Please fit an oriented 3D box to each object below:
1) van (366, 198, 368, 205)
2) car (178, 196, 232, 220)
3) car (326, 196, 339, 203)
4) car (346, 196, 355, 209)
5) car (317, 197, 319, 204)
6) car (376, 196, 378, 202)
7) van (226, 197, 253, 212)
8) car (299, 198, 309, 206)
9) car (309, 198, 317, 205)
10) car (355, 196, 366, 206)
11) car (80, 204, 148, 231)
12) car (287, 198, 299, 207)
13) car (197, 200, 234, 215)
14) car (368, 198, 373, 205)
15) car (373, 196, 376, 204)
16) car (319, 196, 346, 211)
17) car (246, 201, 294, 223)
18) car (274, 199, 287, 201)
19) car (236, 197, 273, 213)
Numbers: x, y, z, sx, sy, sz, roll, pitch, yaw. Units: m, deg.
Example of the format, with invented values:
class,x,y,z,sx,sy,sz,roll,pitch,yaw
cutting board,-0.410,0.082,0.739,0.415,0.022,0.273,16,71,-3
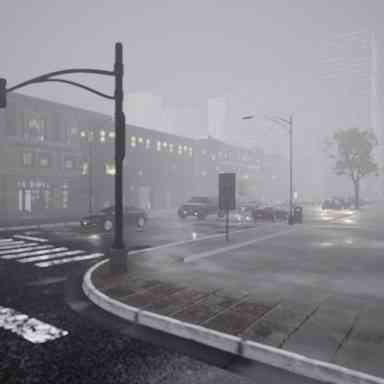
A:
class,x,y,z,sx,sy,sz,roll,pitch,yaw
van,31.830,1.696,63.290,1.690,1.788,3.998,0,-1,35
car,1.040,1.337,29.552,2.150,2.045,5.566,0,0,35
car,34.509,1.889,81.670,1.967,1.590,4.097,0,-1,35
car,22.296,1.579,49.729,2.192,1.841,5.009,0,-1,35
car,28.152,1.823,72.629,1.967,1.590,4.097,0,-1,35
car,41.364,2.034,76.850,1.802,1.307,4.206,0,-1,35
van,5.905,1.514,40.986,1.690,1.788,3.998,0,0,35
car,18.618,1.841,59.067,2.008,1.369,4.403,0,-1,35
car,21.797,1.872,63.588,2.008,1.369,4.403,0,-1,35
car,28.652,1.639,58.770,2.192,1.841,5.009,0,-1,35
car,-4.840,1.574,21.229,1.837,1.490,4.892,0,0,34
car,15.440,1.811,54.547,2.008,1.369,4.403,0,-1,35
car,2.630,1.670,36.325,1.752,1.417,4.829,0,0,35
car,35.008,1.969,67.808,1.802,1.307,4.206,0,-1,35
car,38.285,1.945,72.469,1.752,1.417,4.829,0,-1,35
car,19.118,1.674,45.207,1.967,1.590,4.097,0,-1,35
car,6.449,1.667,27.096,1.887,1.381,4.507,0,0,35
car,12.164,1.754,49.887,1.752,1.417,4.829,0,0,35
car,6.945,1.656,37.930,2.128,1.511,4.902,0,0,35
